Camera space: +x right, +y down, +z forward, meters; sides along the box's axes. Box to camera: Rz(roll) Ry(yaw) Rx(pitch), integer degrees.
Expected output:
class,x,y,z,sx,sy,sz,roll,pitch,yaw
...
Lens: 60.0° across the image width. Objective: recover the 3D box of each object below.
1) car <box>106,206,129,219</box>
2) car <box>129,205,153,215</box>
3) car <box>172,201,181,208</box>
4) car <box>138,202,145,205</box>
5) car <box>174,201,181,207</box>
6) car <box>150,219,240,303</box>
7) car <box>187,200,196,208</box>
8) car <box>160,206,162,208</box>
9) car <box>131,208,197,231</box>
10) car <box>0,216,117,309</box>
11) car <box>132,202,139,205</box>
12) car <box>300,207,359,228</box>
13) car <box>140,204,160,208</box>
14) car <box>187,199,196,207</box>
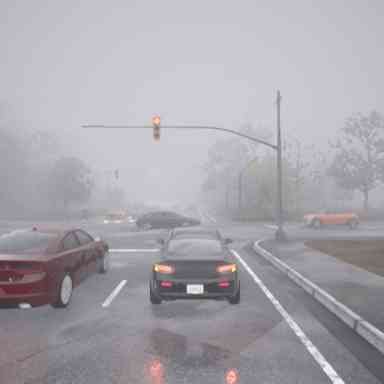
class,x,y,z,sx,sy,sz,roll,pitch,yaw
car,-10.688,3.015,46.997,1.882,1.535,5.008,0,-2,0
car,-7.177,3.019,47.133,1.882,1.535,5.008,0,-2,1
car,-3.648,3.330,76.936,1.895,1.301,4.718,0,0,0
car,-10.650,3.016,66.517,2.150,2.045,5.566,0,0,0
car,-3.768,3.197,86.847,1.812,1.442,4.674,0,0,-4
car,0.065,1.603,8.225,1.812,1.442,4.674,0,-1,0
car,-0.149,3.277,77.238,1.994,1.385,4.181,0,0,0
car,-7.150,3.287,66.661,2.128,1.511,4.902,0,0,0
car,-1.765,2.149,24.957,4.892,1.490,1.837,0,-2,2
car,-3.432,1.553,8.081,1.882,1.535,5.008,0,-1,0
car,-10.692,3.086,55.857,2.097,1.767,4.553,0,-1,0
car,11.754,2.154,28.625,4.553,1.767,2.097,0,-2,-2
car,-7.194,3.236,56.604,2.128,1.511,4.902,0,-1,0
car,-0.260,2.863,86.972,2.097,1.767,4.553,0,0,-4
